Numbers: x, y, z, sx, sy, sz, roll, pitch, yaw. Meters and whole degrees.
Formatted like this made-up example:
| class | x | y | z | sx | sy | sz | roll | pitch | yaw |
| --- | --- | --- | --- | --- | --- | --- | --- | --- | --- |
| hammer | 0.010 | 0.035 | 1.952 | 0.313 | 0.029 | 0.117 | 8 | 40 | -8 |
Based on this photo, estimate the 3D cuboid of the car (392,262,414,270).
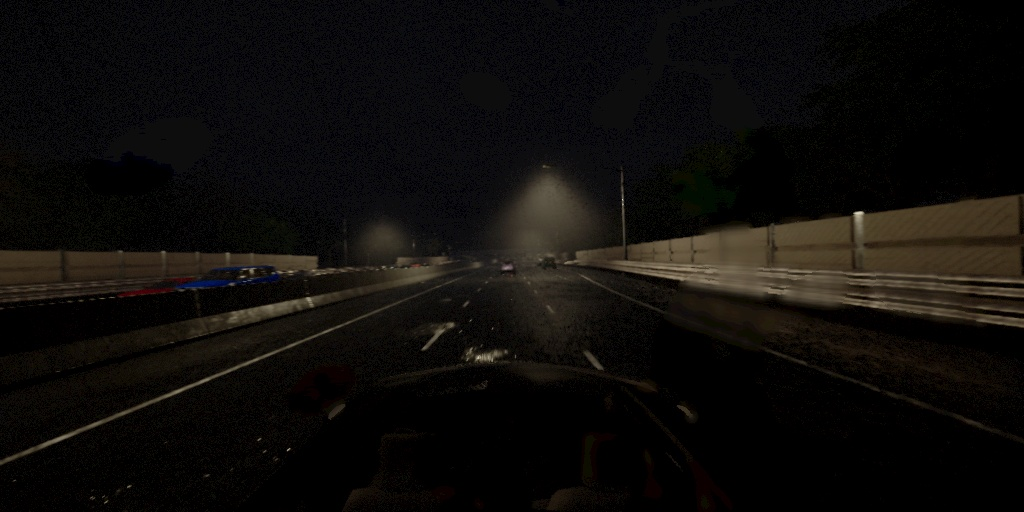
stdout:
| class | x | y | z | sx | sy | sz | roll | pitch | yaw |
| --- | --- | --- | --- | --- | --- | --- | --- | --- | --- |
| car | -18.116 | 2.144 | 60.875 | 2.097 | 1.767 | 4.553 | -2 | -1 | 0 |

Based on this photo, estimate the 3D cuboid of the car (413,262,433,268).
| class | x | y | z | sx | sy | sz | roll | pitch | yaw |
| --- | --- | --- | --- | --- | --- | --- | --- | --- | --- |
| car | -14.618 | 2.027 | 60.876 | 2.097 | 1.767 | 4.553 | -2 | -1 | 0 |

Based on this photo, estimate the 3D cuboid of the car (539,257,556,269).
| class | x | y | z | sx | sy | sz | roll | pitch | yaw |
| --- | --- | --- | --- | --- | --- | --- | --- | --- | --- |
| car | 6.397 | 1.217 | 62.310 | 2.150 | 2.045 | 5.566 | -2 | -1 | 0 |

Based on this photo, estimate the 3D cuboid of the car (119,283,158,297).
| class | x | y | z | sx | sy | sz | roll | pitch | yaw |
| --- | --- | --- | --- | --- | --- | --- | --- | --- | --- |
| car | -17.951 | 1.941 | 19.269 | 1.882 | 1.535 | 5.008 | -2 | 0 | 0 |

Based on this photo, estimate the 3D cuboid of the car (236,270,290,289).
| class | x | y | z | sx | sy | sz | roll | pitch | yaw |
| --- | --- | --- | --- | --- | --- | --- | --- | --- | --- |
| car | -24.342 | 2.279 | 35.302 | 2.128 | 1.511 | 4.902 | -2 | 0 | -3 |

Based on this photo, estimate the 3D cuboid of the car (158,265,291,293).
| class | x | y | z | sx | sy | sz | roll | pitch | yaw |
| --- | --- | --- | --- | --- | --- | --- | --- | --- | --- |
| car | -14.460 | 1.560 | 18.642 | 2.150 | 2.045 | 5.566 | -2 | 0 | 0 |

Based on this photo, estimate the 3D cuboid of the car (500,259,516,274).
| class | x | y | z | sx | sy | sz | roll | pitch | yaw |
| --- | --- | --- | --- | --- | --- | --- | --- | --- | --- |
| car | -0.540 | 1.501 | 47.734 | 2.033 | 1.649 | 4.856 | -2 | -1 | 0 |

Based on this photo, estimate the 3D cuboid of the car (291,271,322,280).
| class | x | y | z | sx | sy | sz | roll | pitch | yaw |
| --- | --- | --- | --- | --- | --- | --- | --- | --- | --- |
| car | -21.573 | 2.253 | 36.832 | 2.033 | 1.411 | 5.357 | -2 | 0 | 0 |
